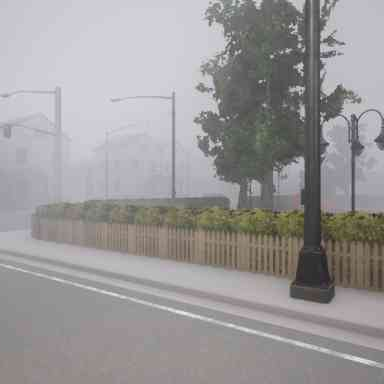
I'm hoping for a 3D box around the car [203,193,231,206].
[{"bbox_3d":[3.528,1.221,48.161,2.150,2.045,5.566,0,0,35],"label":"car"}]
